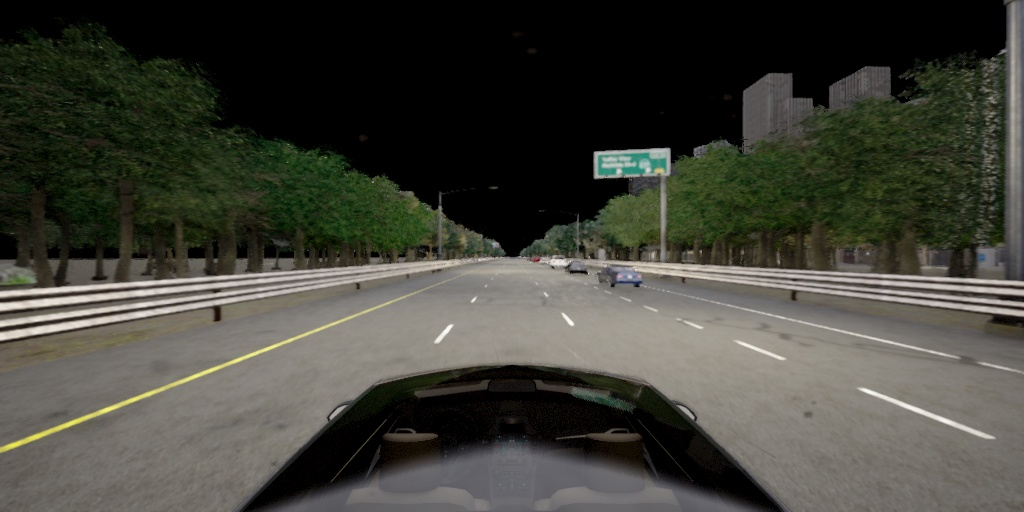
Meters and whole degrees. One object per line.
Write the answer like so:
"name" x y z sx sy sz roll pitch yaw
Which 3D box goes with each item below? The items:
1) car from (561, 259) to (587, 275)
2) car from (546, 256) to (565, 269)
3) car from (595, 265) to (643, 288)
"car" 7.050 1.306 39.893 1.994 1.385 4.181 0 0 0
"car" 7.073 0.962 55.860 2.150 2.045 5.566 0 0 0
"car" 7.023 1.295 23.899 2.033 1.411 5.357 0 0 0
